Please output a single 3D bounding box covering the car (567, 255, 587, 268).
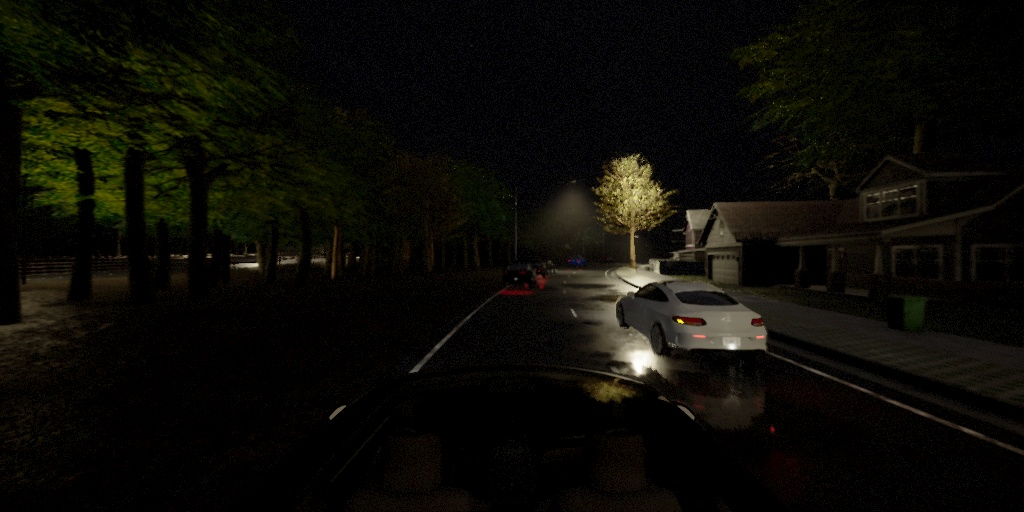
[{"bbox_3d":[10.317,0.865,56.592,2.150,2.045,5.566,0,0,23],"label":"car"}]

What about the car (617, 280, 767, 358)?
[{"bbox_3d":[3.849,1.292,8.432,1.812,1.442,4.674,0,0,2],"label":"car"}]

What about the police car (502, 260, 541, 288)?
[{"bbox_3d":[0.597,1.136,23.743,1.930,1.638,5.238,0,0,8],"label":"police car"}]

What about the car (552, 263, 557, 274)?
[{"bbox_3d":[3.703,1.180,39.247,1.837,1.490,4.892,0,0,14],"label":"car"}]

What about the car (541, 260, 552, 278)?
[{"bbox_3d":[2.344,1.213,33.431,1.812,1.442,4.674,0,0,12],"label":"car"}]
